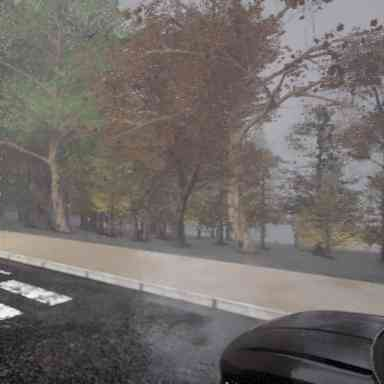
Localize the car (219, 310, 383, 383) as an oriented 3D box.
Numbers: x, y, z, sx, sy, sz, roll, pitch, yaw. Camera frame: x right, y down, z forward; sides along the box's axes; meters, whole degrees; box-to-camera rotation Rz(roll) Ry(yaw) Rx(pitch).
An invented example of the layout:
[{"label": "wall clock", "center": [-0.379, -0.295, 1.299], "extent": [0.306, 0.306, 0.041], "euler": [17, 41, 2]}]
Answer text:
[{"label": "car", "center": [2.485, 1.478, 1.914], "extent": [5.008, 1.535, 1.882], "euler": [0, 0, 36]}]
